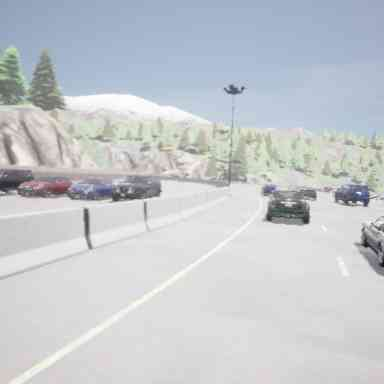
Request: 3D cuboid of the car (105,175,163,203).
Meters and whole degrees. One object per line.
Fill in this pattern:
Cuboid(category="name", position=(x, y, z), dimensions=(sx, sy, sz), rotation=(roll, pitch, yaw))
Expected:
Cuboid(category="car", position=(-3.936, -0.267, 24.991), dimensions=(2.150, 2.045, 5.566), rotation=(4, 3, 14))

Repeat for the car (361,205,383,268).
Cuboid(category="car", position=(6.347, 1.370, 9.877), dimensions=(1.895, 1.301, 4.718), rotation=(4, 3, 19))

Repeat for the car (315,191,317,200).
Cuboid(category="car", position=(13.300, 0.100, 39.116), dimensions=(2.128, 1.511, 4.902), rotation=(3, 3, 7))

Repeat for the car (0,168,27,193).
Cuboid(category="car", position=(-14.601, -0.806, 25.677), dimensions=(2.150, 2.045, 5.566), rotation=(4, 3, 15))

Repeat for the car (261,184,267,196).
Cuboid(category="car", position=(10.476, -0.324, 44.525), dimensions=(1.882, 1.535, 5.008), rotation=(3, 3, 5))

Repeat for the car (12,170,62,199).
Cuboid(category="car", position=(-11.051, -0.502, 25.600), dimensions=(2.097, 1.767, 4.553), rotation=(3, 3, 15))

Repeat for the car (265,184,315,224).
Cuboid(category="car", position=(5.437, 0.624, 18.774), dimensions=(2.097, 1.767, 4.553), rotation=(3, 3, 15))

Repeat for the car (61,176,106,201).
Cuboid(category="car", position=(-7.460, -0.326, 25.477), dimensions=(2.097, 1.767, 4.553), rotation=(3, 3, 14))

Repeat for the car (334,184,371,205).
Cuboid(category="car", position=(16.236, 0.234, 33.900), dimensions=(2.150, 2.045, 5.566), rotation=(4, 3, 8))
